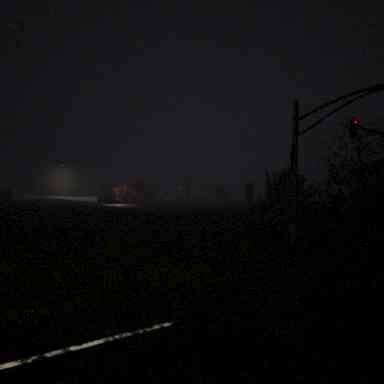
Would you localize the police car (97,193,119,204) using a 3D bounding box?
[{"bbox_3d":[-12.455,0.976,49.324,2.038,1.542,4.974,2,0,-32],"label":"police car"}]
